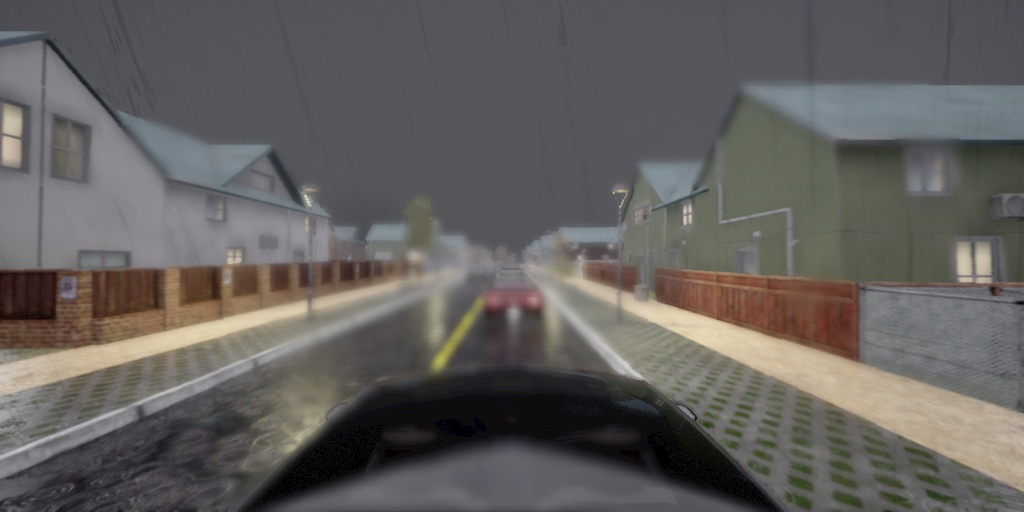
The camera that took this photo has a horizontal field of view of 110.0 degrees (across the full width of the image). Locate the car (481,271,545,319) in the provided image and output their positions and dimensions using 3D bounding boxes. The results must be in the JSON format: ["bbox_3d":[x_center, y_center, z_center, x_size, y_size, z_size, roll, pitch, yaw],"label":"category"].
[{"bbox_3d":[0.077,1.395,13.000,1.895,1.301,4.718,0,0,0],"label":"car"}]

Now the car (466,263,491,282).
[{"bbox_3d":[-2.844,1.391,31.194,1.837,1.490,4.892,0,0,0],"label":"car"}]

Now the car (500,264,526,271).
[{"bbox_3d":[0.072,1.360,28.088,2.128,1.511,4.902,0,0,0],"label":"car"}]
